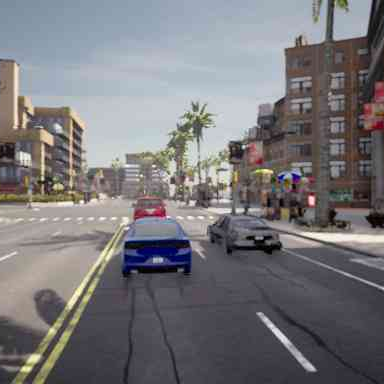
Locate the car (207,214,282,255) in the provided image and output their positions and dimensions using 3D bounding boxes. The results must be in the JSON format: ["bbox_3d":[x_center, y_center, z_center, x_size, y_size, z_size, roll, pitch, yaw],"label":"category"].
[{"bbox_3d":[1.948,1.642,13.874,2.033,1.411,5.357,0,0,-8],"label":"car"}]

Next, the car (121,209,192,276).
[{"bbox_3d":[-1.167,1.553,10.716,1.882,1.535,5.008,0,0,-7],"label":"car"}]

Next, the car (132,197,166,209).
[{"bbox_3d":[-2.965,1.386,23.268,2.150,2.045,5.566,0,0,-8],"label":"car"}]
